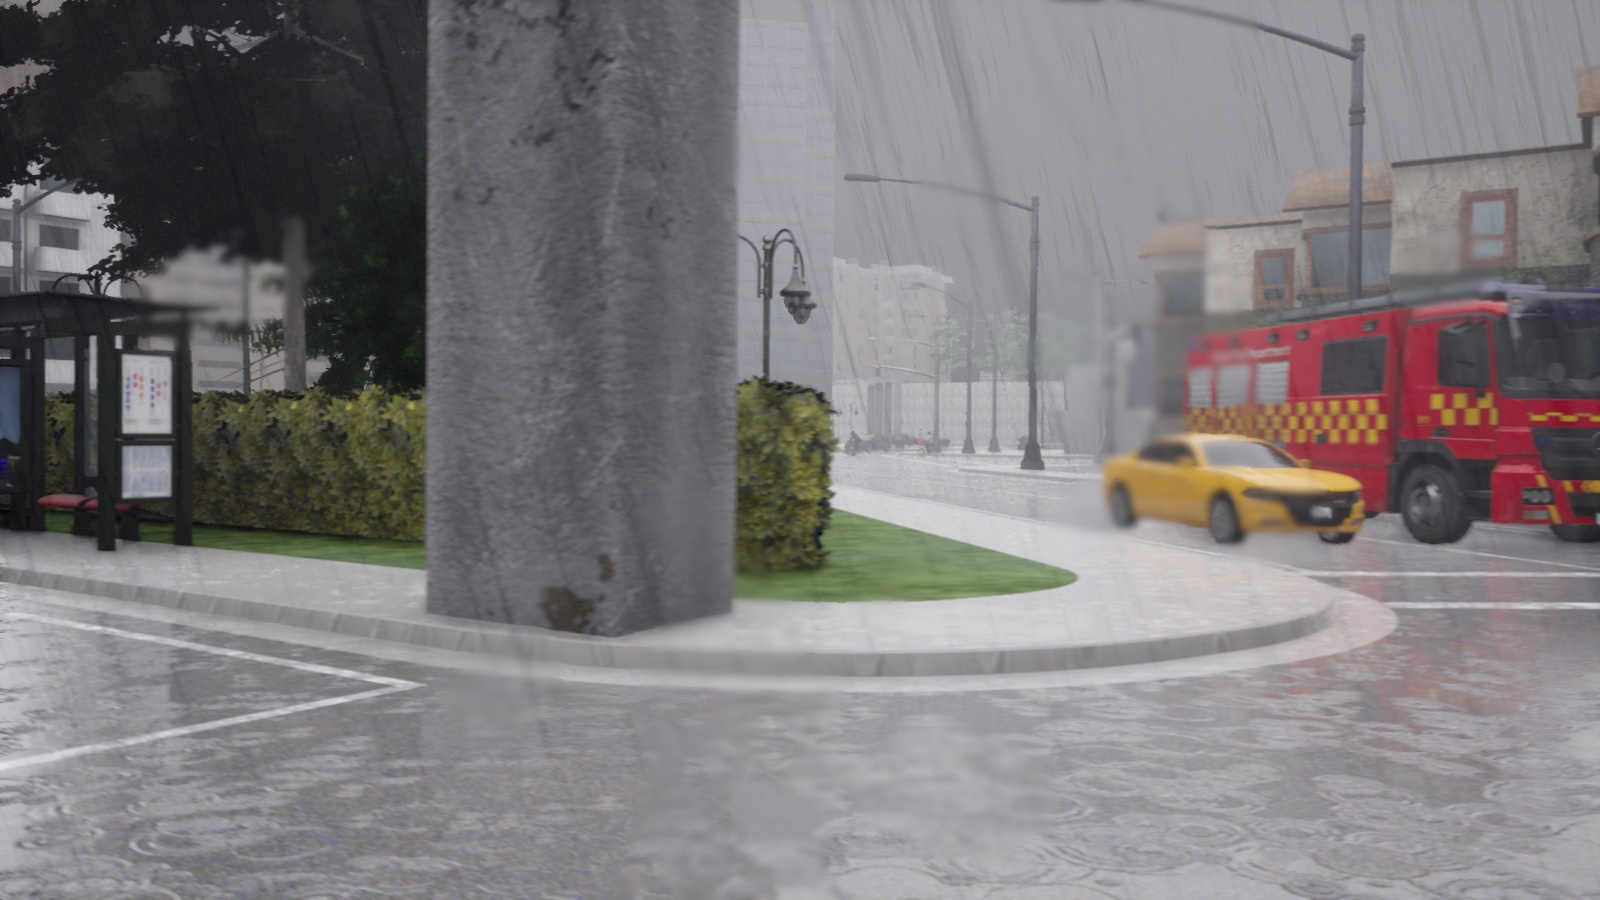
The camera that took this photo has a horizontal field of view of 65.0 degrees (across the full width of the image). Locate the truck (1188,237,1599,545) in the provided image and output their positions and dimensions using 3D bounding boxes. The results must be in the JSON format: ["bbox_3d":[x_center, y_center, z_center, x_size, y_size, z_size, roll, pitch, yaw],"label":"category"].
[{"bbox_3d":[9.659,-0.794,20.024,2.891,3.827,8.468,-1,1,-12],"label":"truck"}]

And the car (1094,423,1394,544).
[{"bbox_3d":[6.363,0.395,18.750,1.882,1.535,5.008,-1,1,-12],"label":"car"}]

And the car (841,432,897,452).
[{"bbox_3d":[5.448,-0.664,98.618,2.163,1.488,4.792,0,1,34],"label":"car"}]
